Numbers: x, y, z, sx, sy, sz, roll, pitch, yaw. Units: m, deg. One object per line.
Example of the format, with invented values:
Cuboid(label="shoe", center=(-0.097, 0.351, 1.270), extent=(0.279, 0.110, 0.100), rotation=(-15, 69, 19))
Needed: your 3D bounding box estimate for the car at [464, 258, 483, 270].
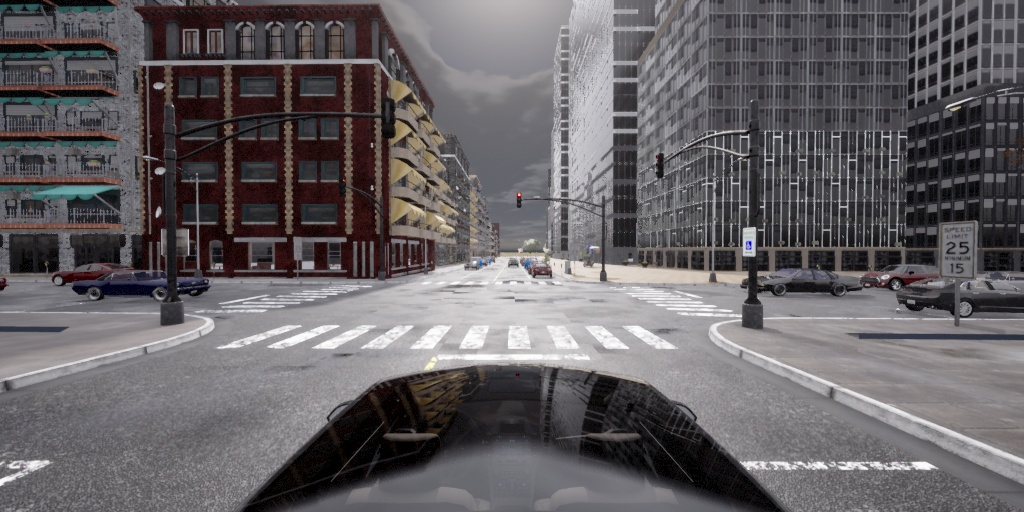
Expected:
Cuboid(label="car", center=(-5.568, 1.269, 50.319), extent=(1.948, 1.339, 4.313), rotation=(0, 0, 0))

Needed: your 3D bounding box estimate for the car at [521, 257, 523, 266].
Cuboid(label="car", center=(2.794, 1.240, 55.977), extent=(1.888, 1.381, 4.507), rotation=(0, 0, 0))

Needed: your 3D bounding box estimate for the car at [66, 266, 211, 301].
Cuboid(label="car", center=(-16.638, 1.299, 16.301), extent=(4.718, 1.301, 1.895), rotation=(0, 1, 1))

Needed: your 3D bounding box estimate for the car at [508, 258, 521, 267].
Cuboid(label="car", center=(0.258, 1.282, 64.036), extent=(1.895, 1.301, 4.718), rotation=(0, 0, 0))

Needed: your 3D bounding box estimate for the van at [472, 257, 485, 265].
Cuboid(label="van", center=(-5.555, 1.036, 55.965), extent=(1.690, 1.789, 3.998), rotation=(0, 0, 0))

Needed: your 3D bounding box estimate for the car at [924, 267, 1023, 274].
Cuboid(label="car", center=(25.258, 1.443, 18.818), extent=(4.718, 1.301, 1.895), rotation=(0, 1, 1))

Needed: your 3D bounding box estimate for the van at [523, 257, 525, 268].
Cuboid(label="van", center=(2.780, 1.044, 50.331), extent=(1.690, 1.789, 3.998), rotation=(0, 0, 0))

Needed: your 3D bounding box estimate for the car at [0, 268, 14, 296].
Cuboid(label="car", center=(-26.517, 1.255, 16.463), extent=(4.718, 1.301, 1.895), rotation=(0, 1, 1))

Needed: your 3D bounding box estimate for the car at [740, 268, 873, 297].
Cuboid(label="car", center=(15.231, 1.342, 18.987), extent=(5.357, 1.411, 2.033), rotation=(0, 1, 1))

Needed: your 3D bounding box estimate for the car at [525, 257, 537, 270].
Cuboid(label="car", center=(2.751, 1.159, 39.039), extent=(1.967, 1.591, 4.097), rotation=(0, 0, 0))

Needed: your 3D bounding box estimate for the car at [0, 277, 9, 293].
Cuboid(label="car", center=(-22.594, 1.259, 13.691), extent=(4.507, 1.381, 1.888), rotation=(0, 0, 1))

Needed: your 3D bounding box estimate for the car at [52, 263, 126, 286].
Cuboid(label="car", center=(-25.805, 1.109, 22.356), extent=(4.507, 1.381, 1.888), rotation=(0, 0, 1))

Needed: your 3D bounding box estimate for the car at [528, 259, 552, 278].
Cuboid(label="car", center=(2.737, 1.271, 33.394), extent=(1.888, 1.381, 4.507), rotation=(0, 0, 0))

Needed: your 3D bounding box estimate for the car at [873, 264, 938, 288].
Cuboid(label="car", center=(23.424, 1.230, 21.582), extent=(4.097, 1.591, 1.967), rotation=(0, 0, 1))

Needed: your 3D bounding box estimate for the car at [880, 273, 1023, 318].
Cuboid(label="car", center=(16.743, 1.445, 13.051), extent=(4.403, 1.370, 2.007), rotation=(0, 0, 1))
